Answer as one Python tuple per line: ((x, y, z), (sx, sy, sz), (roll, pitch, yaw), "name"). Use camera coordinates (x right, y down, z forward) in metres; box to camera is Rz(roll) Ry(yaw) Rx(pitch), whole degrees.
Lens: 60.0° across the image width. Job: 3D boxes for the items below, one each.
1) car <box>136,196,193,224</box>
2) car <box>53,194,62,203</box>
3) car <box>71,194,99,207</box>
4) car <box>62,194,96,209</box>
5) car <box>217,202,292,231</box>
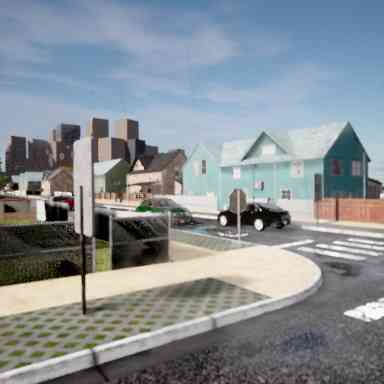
((-1.912, 1.203, 22.076), (2.097, 1.767, 4.553), (-1, 1, -36), "car")
((-20.294, 1.026, 51.964), (2.128, 1.511, 4.902), (-1, 1, -36), "car")
((-14.149, 1.105, 43.656), (2.128, 1.511, 4.902), (-1, 1, -35), "car")
((-12.247, 1.191, 36.195), (1.882, 1.535, 5.008), (-1, 1, -36), "car")
((3.489, 1.352, 19.534), (1.837, 1.490, 4.892), (-1, 1, -36), "car")
